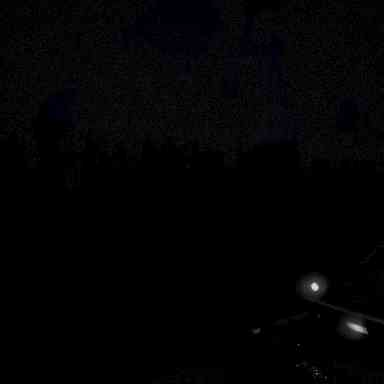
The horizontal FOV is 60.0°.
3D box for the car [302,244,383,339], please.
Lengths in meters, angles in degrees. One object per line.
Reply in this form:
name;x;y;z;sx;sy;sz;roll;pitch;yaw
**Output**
car;4.135;1.617;5.978;4.718;1.301;1.895;0;0;-35
